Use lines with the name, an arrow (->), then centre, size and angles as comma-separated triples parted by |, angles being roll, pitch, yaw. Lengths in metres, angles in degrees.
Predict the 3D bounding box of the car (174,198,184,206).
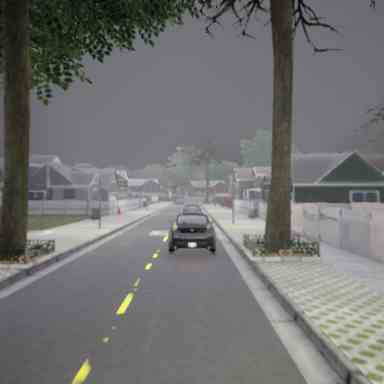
car -> -2.705, 2.105, 70.995 | 1.837, 1.490, 4.892 | 0, 0, 0

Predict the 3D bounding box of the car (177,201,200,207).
car -> 0.019, 1.811, 28.978 | 2.033, 1.411, 5.357 | 0, 0, 0

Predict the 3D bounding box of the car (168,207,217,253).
car -> 0.013, 1.639, 14.293 | 1.837, 1.490, 4.892 | 0, 0, 0
